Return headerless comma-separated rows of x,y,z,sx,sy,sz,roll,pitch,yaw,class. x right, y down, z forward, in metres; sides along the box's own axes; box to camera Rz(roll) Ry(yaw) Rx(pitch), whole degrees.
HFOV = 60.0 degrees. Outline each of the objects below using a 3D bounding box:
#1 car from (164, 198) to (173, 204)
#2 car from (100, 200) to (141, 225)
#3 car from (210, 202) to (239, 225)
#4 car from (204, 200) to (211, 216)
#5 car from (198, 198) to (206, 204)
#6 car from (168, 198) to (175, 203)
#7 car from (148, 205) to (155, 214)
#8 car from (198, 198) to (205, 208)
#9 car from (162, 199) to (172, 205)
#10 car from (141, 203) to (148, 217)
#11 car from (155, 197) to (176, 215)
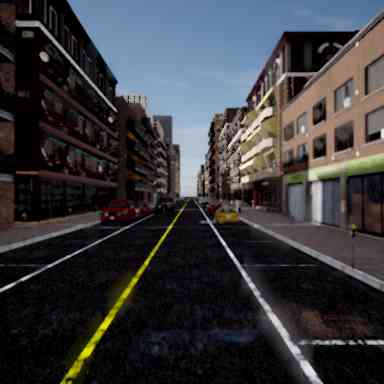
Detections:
-5.783,2.321,82.682,2.008,1.369,4.403,0,-1,0,car
-5.718,1.564,26.324,2.192,1.841,5.009,0,-1,0,car
2.661,1.775,26.498,1.752,1.417,4.829,0,-1,0,car
2.649,1.898,37.599,1.887,1.381,4.507,0,-1,0,car
2.592,2.386,88.323,1.947,1.339,4.313,0,-1,0,car
-5.795,2.418,93.954,1.887,1.381,4.507,0,-1,0,car
-5.732,1.899,37.595,1.887,1.381,4.507,0,-1,0,car
2.624,2.113,60.143,2.008,1.369,4.403,0,-1,0,car
-5.776,2.269,77.045,2.008,1.369,4.403,0,-1,0,car
-5.725,1.742,31.958,1.967,1.590,4.097,0,-1,0,car
-3.044,1.594,38.791,2.150,2.045,5.566,0,-1,0,car
